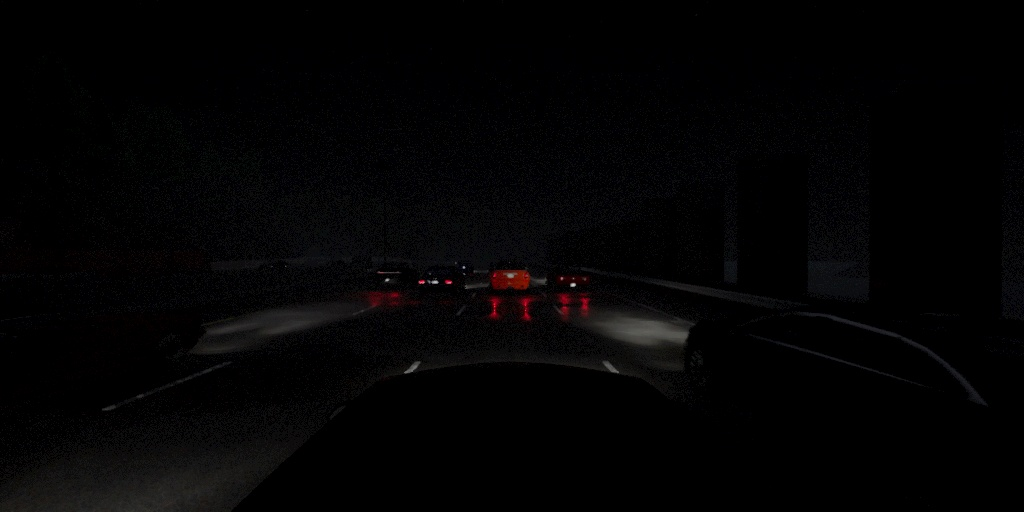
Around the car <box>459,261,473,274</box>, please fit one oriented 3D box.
[{"bbox_3d":[-5.230,1.182,39.149,1.994,1.385,4.181,0,0,-7],"label":"car"}]

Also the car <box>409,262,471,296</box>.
[{"bbox_3d":[-3.583,1.238,18.857,2.033,1.411,5.357,0,0,-2],"label":"car"}]

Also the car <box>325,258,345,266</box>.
[{"bbox_3d":[-24.991,1.082,50.761,2.128,1.511,4.902,0,0,-12],"label":"car"}]

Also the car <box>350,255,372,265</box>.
[{"bbox_3d":[-21.563,0.836,51.469,2.150,2.045,5.566,0,0,-12],"label":"car"}]

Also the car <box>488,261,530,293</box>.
[{"bbox_3d":[-0.161,1.038,20.266,2.097,1.767,4.553,0,0,-2],"label":"car"}]

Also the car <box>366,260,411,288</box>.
[{"bbox_3d":[-7.272,1.167,22.993,2.128,1.511,4.902,0,0,-3],"label":"car"}]

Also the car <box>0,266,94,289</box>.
[{"bbox_3d":[-28.409,1.280,21.338,1.895,1.301,4.718,0,0,-3],"label":"car"}]

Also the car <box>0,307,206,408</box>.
[{"bbox_3d":[-6.914,1.339,4.829,1.895,1.301,4.718,0,0,0],"label":"car"}]

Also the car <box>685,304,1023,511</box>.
[{"bbox_3d":[3.582,1.236,3.612,2.128,1.511,4.902,0,0,0],"label":"car"}]

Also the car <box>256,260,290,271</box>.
[{"bbox_3d":[-26.780,1.139,40.447,1.812,1.442,4.674,0,0,-9],"label":"car"}]

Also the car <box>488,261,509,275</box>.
[{"bbox_3d":[-1.456,1.227,37.346,1.895,1.301,4.718,0,0,-6],"label":"car"}]

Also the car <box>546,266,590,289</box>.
[{"bbox_3d":[3.288,1.281,22.061,1.895,1.301,4.718,0,0,-2],"label":"car"}]
